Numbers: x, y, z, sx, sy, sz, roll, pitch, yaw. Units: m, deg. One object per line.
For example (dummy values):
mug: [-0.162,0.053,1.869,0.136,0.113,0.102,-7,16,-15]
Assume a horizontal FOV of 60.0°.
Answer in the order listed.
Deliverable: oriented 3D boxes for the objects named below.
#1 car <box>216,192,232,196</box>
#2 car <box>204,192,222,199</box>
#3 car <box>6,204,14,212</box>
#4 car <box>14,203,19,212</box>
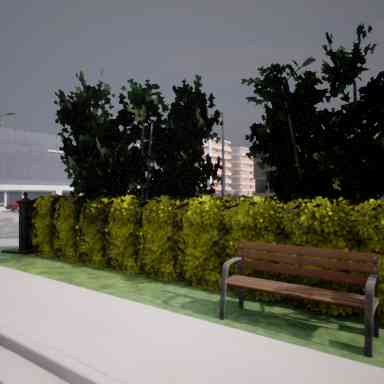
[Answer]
car: [6.602,0.742,67.926,1.812,1.442,4.674,0,1,36]
car: [4.448,0.756,70.925,1.994,1.385,4.181,0,1,35]
car: [-18.632,1.551,38.240,1.895,1.301,4.718,0,0,35]
car: [-16.043,1.552,35.851,1.895,1.301,4.718,0,0,36]
